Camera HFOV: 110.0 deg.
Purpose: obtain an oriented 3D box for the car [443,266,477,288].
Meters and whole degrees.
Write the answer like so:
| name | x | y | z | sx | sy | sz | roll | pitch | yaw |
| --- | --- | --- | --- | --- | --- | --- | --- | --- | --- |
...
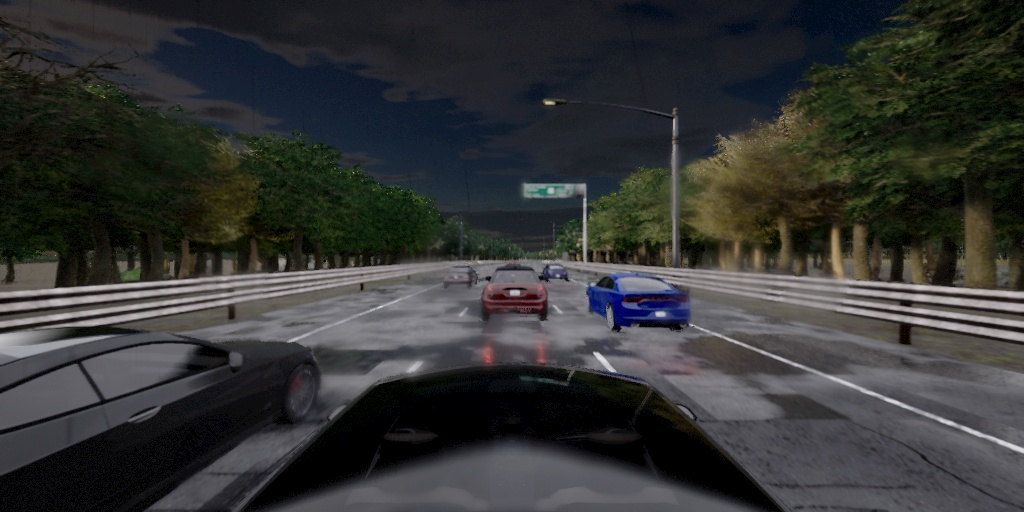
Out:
| name | x | y | z | sx | sy | sz | roll | pitch | yaw |
| --- | --- | --- | --- | --- | --- | --- | --- | --- | --- |
| car | -3.405 | 1.380 | 24.458 | 2.033 | 1.411 | 5.357 | 0 | 0 | 0 |

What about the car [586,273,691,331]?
| name | x | y | z | sx | sy | sz | roll | pitch | yaw |
| --- | --- | --- | --- | --- | --- | --- | --- | --- | --- |
| car | 3.594 | 1.259 | 11.095 | 1.882 | 1.535 | 5.008 | 0 | 0 | 0 |

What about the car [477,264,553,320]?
| name | x | y | z | sx | sy | sz | roll | pitch | yaw |
| --- | --- | --- | --- | --- | --- | --- | --- | --- | --- |
| car | 0.095 | 1.140 | 12.928 | 2.097 | 1.767 | 4.553 | 0 | 0 | 0 |

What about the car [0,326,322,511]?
| name | x | y | z | sx | sy | sz | roll | pitch | yaw |
| --- | --- | --- | --- | --- | --- | --- | --- | --- | --- |
| car | -3.426 | 1.279 | 2.782 | 1.812 | 1.442 | 4.674 | 0 | 0 | 0 |

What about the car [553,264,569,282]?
| name | x | y | z | sx | sy | sz | roll | pitch | yaw |
| --- | --- | --- | --- | --- | --- | --- | --- | --- | --- |
| car | 3.598 | 1.383 | 30.385 | 1.812 | 1.442 | 4.674 | 0 | 0 | 0 |
